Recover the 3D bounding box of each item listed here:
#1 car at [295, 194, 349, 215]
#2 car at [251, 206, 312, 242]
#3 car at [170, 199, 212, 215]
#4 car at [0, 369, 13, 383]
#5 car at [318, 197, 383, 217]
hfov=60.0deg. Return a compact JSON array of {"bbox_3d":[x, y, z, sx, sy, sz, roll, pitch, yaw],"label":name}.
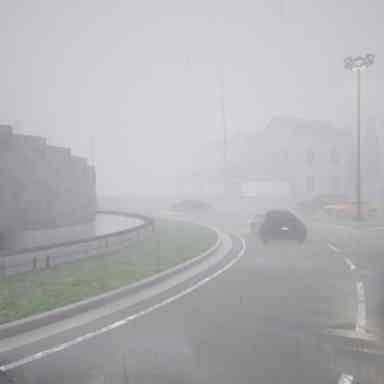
[{"bbox_3d":[13.304,1.211,33.680,5.566,2.045,2.150,0,0,-9],"label":"car"},{"bbox_3d":[4.146,1.559,16.434,1.994,1.385,4.181,0,0,3],"label":"car"},{"bbox_3d":[-0.170,1.497,33.779,4.892,1.490,1.837,0,-1,43],"label":"car"},{"bbox_3d":[-3.221,1.548,0.758,5.357,1.411,2.033,0,0,-37],"label":"car"},{"bbox_3d":[14.593,1.468,30.382,5.008,1.535,1.882,0,0,-10],"label":"car"}]
